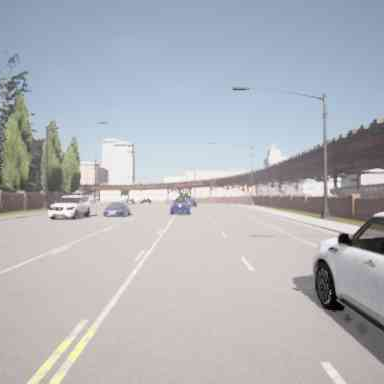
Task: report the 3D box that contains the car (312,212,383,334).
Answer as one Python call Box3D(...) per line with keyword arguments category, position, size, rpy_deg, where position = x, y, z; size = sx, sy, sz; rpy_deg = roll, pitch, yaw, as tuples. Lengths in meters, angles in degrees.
Box3D(category="car", position=(3.599, 1.238, 4.681), size=(2.150, 2.045, 5.566), rpy_deg=(0, 0, 0))

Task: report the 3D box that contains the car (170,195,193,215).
Box3D(category="car", position=(-1.225, 1.476, 36.136), size=(2.097, 1.767, 4.553), rpy_deg=(0, 0, 0))

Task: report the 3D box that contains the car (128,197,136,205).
Box3D(category="car", position=(-13.092, 1.879, 70.668), size=(2.128, 1.511, 4.902), rpy_deg=(0, -2, -13))

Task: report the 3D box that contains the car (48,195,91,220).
Box3D(category="car", position=(-10.597, 1.323, 29.288), size=(2.150, 2.045, 5.566), rpy_deg=(0, 0, 0))

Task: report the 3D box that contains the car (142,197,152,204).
Box3D(category="car", position=(-9.847, 1.849, 72.125), size=(1.994, 1.385, 4.181), rpy_deg=(0, -2, -13))

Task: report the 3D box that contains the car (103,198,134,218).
Box3D(category="car", position=(-7.092, 1.636, 31.814), size=(1.812, 1.442, 4.674), rpy_deg=(0, 0, 0))

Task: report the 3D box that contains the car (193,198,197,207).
Box3D(category="car", position=(-0.214, 1.720, 55.543), size=(1.812, 1.442, 4.674), rpy_deg=(0, 0, -4))
